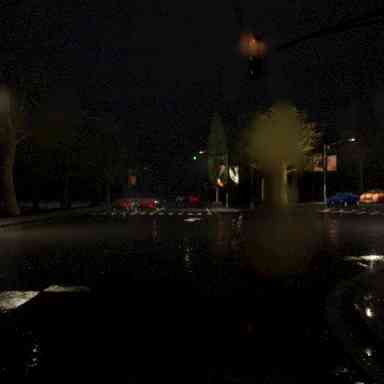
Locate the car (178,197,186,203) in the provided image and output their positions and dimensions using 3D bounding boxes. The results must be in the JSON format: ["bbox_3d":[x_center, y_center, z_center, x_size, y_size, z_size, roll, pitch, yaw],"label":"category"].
[{"bbox_3d":[-2.383,2.039,83.984,1.837,1.490,4.892,0,-1,1],"label":"car"}]

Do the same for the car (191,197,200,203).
[{"bbox_3d":[0.867,2.078,83.950,2.033,1.411,5.357,0,-1,1],"label":"car"}]

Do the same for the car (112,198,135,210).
[{"bbox_3d":[-9.290,1.628,44.619,1.882,1.535,5.008,0,0,1],"label":"car"}]

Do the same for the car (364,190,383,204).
[{"bbox_3d":[23.157,0.504,42.229,4.553,1.767,2.097,-1,1,-42],"label":"car"}]

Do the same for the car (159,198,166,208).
[{"bbox_3d":[-5.946,1.788,54.509,2.033,1.411,5.357,0,-1,1],"label":"car"}]

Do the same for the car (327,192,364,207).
[{"bbox_3d":[16.390,0.794,35.973,5.008,1.535,1.882,-1,1,-42],"label":"car"}]

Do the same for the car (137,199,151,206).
[{"bbox_3d":[-9.099,1.931,63.158,1.895,1.301,4.718,0,-1,1],"label":"car"}]

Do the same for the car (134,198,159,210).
[{"bbox_3d":[-6.041,1.628,44.586,1.882,1.535,5.008,0,0,1],"label":"car"}]

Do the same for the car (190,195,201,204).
[{"bbox_3d":[0.759,1.669,73.564,2.150,2.045,5.566,0,-1,1],"label":"car"}]

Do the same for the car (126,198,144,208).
[{"bbox_3d":[-9.203,1.728,54.124,2.128,1.511,4.902,0,-1,1],"label":"car"}]

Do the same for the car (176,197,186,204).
[{"bbox_3d":[-2.487,1.803,73.928,2.097,1.767,4.553,0,-1,1],"label":"car"}]
